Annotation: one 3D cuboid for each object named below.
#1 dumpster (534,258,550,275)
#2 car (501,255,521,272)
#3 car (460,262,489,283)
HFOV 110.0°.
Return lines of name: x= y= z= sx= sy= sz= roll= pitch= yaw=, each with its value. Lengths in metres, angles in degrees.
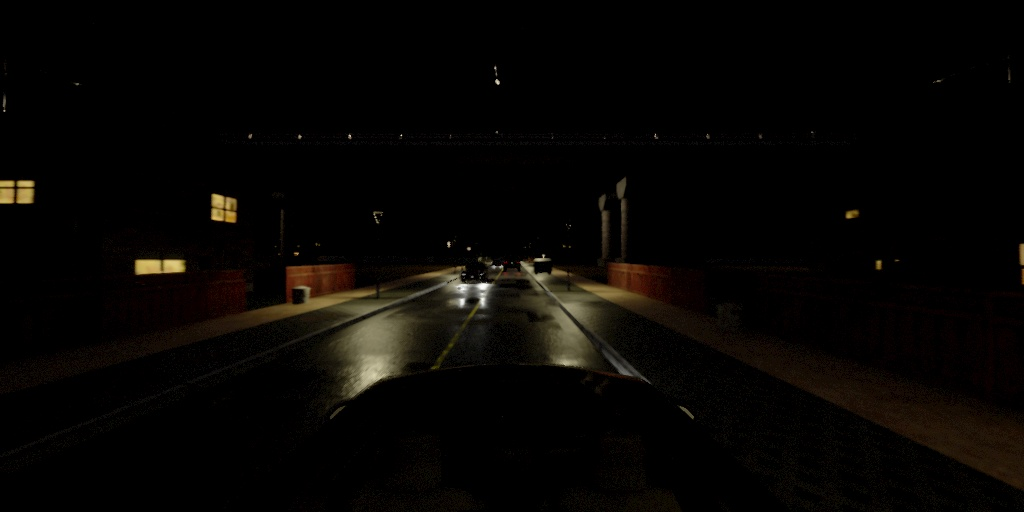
dumpster: x=3.020 y=1.117 z=36.191 sx=1.020 sy=1.700 sz=1.940 roll=0 pitch=0 yaw=0
car: x=0.034 y=0.933 z=46.558 sx=2.150 sy=2.045 sz=5.566 roll=0 pitch=1 yaw=0
car: x=-2.839 y=1.237 z=27.998 sx=1.837 sy=1.490 sz=4.892 roll=0 pitch=0 yaw=0
